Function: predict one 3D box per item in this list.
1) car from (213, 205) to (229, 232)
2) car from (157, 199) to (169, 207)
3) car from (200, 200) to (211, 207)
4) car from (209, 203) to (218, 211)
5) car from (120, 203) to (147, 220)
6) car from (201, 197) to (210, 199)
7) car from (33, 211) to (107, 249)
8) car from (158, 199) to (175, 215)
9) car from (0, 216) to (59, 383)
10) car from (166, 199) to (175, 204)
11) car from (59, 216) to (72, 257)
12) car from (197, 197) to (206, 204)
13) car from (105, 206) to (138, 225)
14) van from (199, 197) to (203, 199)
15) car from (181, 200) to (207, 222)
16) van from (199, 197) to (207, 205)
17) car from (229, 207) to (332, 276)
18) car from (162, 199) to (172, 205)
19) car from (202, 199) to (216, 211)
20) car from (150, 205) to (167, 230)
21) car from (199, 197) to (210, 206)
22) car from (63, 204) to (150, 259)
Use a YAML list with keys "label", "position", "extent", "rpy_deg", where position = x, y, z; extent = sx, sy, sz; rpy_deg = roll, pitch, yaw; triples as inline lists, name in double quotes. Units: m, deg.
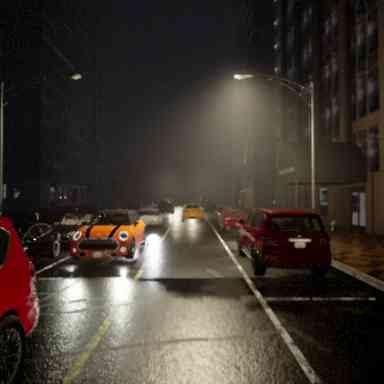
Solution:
- label: "car"
  position: [2.673, 1.776, 21.954]
  extent: [1.887, 1.381, 4.507]
  rpy_deg: [0, -1, 0]
- label: "car"
  position: [-5.763, 2.136, 67.046]
  extent: [1.967, 1.590, 4.097]
  rpy_deg: [0, -1, 0]
- label: "car"
  position: [2.616, 2.243, 67.083]
  extent: [2.008, 1.369, 4.403]
  rpy_deg: [0, -1, 0]
- label: "car"
  position: [2.665, 1.872, 27.595]
  extent: [1.802, 1.307, 4.206]
  rpy_deg: [0, -1, 0]
- label: "car"
  position: [-5.721, 1.896, 33.189]
  extent: [1.887, 1.381, 4.507]
  rpy_deg: [0, -1, 0]
- label: "car"
  position: [2.638, 1.961, 50.161]
  extent: [1.967, 1.590, 4.097]
  rpy_deg: [0, -1, 0]
- label: "car"
  position: [-5.701, 1.727, 16.261]
  extent: [2.008, 1.369, 4.403]
  rpy_deg: [0, -1, 0]
- label: "car"
  position: [-3.060, 1.977, 40.888]
  extent: [2.033, 1.411, 5.357]
  rpy_deg: [0, -1, 0]
- label: "car"
  position: [-3.100, 1.250, 2.160]
  extent: [2.150, 2.045, 5.566]
  rpy_deg: [0, -1, 0]
- label: "car"
  position: [-5.793, 2.471, 89.614]
  extent: [2.008, 1.369, 4.403]
  rpy_deg: [1, -1, 0]
- label: "car"
  position: [-5.693, 1.683, 10.619]
  extent: [1.947, 1.339, 4.313]
  rpy_deg: [0, -1, 0]
- label: "car"
  position: [2.590, 2.231, 89.650]
  extent: [2.192, 1.841, 5.009]
  rpy_deg: [0, -1, 0]
- label: "car"
  position: [-5.715, 1.875, 27.546]
  extent: [1.802, 1.307, 4.206]
  rpy_deg: [0, -1, 0]
- label: "van"
  position: [2.625, 1.977, 61.444]
  extent: [1.690, 1.788, 3.998]
  rpy_deg: [0, -1, 0]
- label: "car"
  position: [0.066, 1.795, 30.107]
  extent: [1.882, 1.535, 5.008]
  rpy_deg: [0, 0, 0]
- label: "van"
  position: [2.604, 2.146, 78.368]
  extent: [1.690, 1.788, 3.998]
  rpy_deg: [0, -1, 0]
- label: "car"
  position: [2.688, 1.428, 10.675]
  extent: [2.192, 1.841, 5.009]
  rpy_deg: [0, -1, 0]
- label: "car"
  position: [-5.779, 2.359, 78.329]
  extent: [2.008, 1.369, 4.403]
  rpy_deg: [1, -1, 0]
- label: "car"
  position: [2.644, 2.008, 44.519]
  extent: [1.887, 1.381, 4.507]
  rpy_deg: [0, -1, 0]
- label: "car"
  position: [-3.080, 1.850, 23.352]
  extent: [1.895, 1.301, 4.718]
  rpy_deg: [0, -1, 0]
- label: "car"
  position: [2.611, 2.064, 72.727]
  extent: [2.192, 1.841, 5.009]
  rpy_deg: [0, -1, 0]
- label: "car"
  position: [-3.106, 1.494, 13.175]
  extent: [2.097, 1.767, 4.553]
  rpy_deg: [0, -1, 0]
